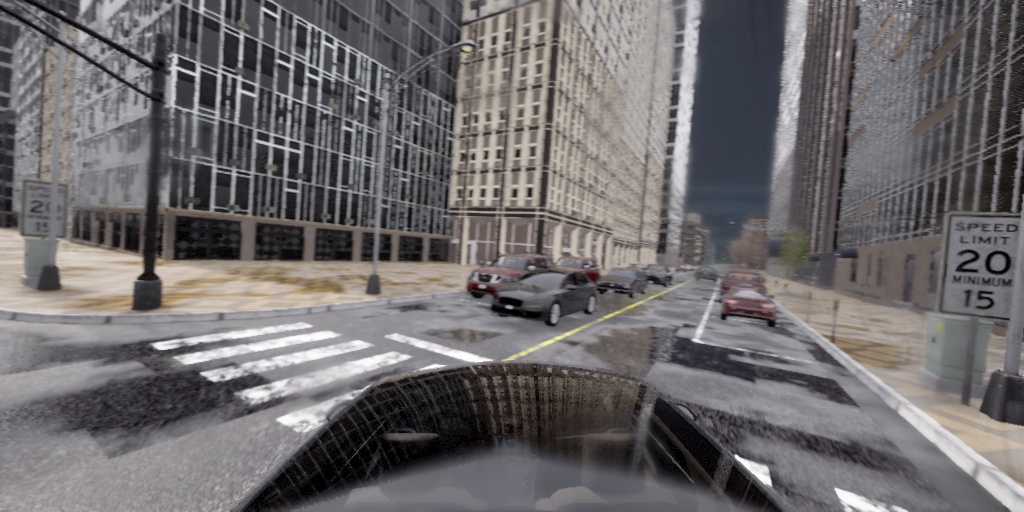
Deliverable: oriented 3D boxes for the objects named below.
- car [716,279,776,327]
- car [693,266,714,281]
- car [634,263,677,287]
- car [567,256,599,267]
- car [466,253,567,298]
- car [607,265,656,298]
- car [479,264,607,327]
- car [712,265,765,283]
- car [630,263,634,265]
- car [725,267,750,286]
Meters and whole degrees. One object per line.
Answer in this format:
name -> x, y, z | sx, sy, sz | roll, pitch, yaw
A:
car -> 8.994, 1.786, 13.851 | 1.802, 1.307, 4.207 | 0, 0, 31
car -> 22.180, 1.981, 40.773 | 2.097, 1.767, 4.553 | 5, 1, 31
car -> 11.533, 1.427, 28.703 | 2.097, 1.767, 4.553 | 5, 1, 31
car -> 3.441, 0.953, 20.374 | 2.192, 1.841, 5.009 | 0, 0, 31
car -> 0.189, 0.820, 14.943 | 2.192, 1.841, 5.009 | 0, 0, 31
car -> 6.272, 1.409, 19.968 | 2.033, 1.411, 5.357 | 5, 1, 31
car -> 1.243, 1.163, 11.534 | 1.837, 1.490, 4.892 | 5, 1, 32
car -> 12.096, 1.645, 19.031 | 2.192, 1.841, 5.009 | 0, 0, 31
car -> 11.904, 1.423, 34.381 | 1.967, 1.591, 4.097 | 0, 0, 31
car -> 25.195, 2.225, 40.203 | 2.097, 1.767, 4.553 | 5, 1, 31
